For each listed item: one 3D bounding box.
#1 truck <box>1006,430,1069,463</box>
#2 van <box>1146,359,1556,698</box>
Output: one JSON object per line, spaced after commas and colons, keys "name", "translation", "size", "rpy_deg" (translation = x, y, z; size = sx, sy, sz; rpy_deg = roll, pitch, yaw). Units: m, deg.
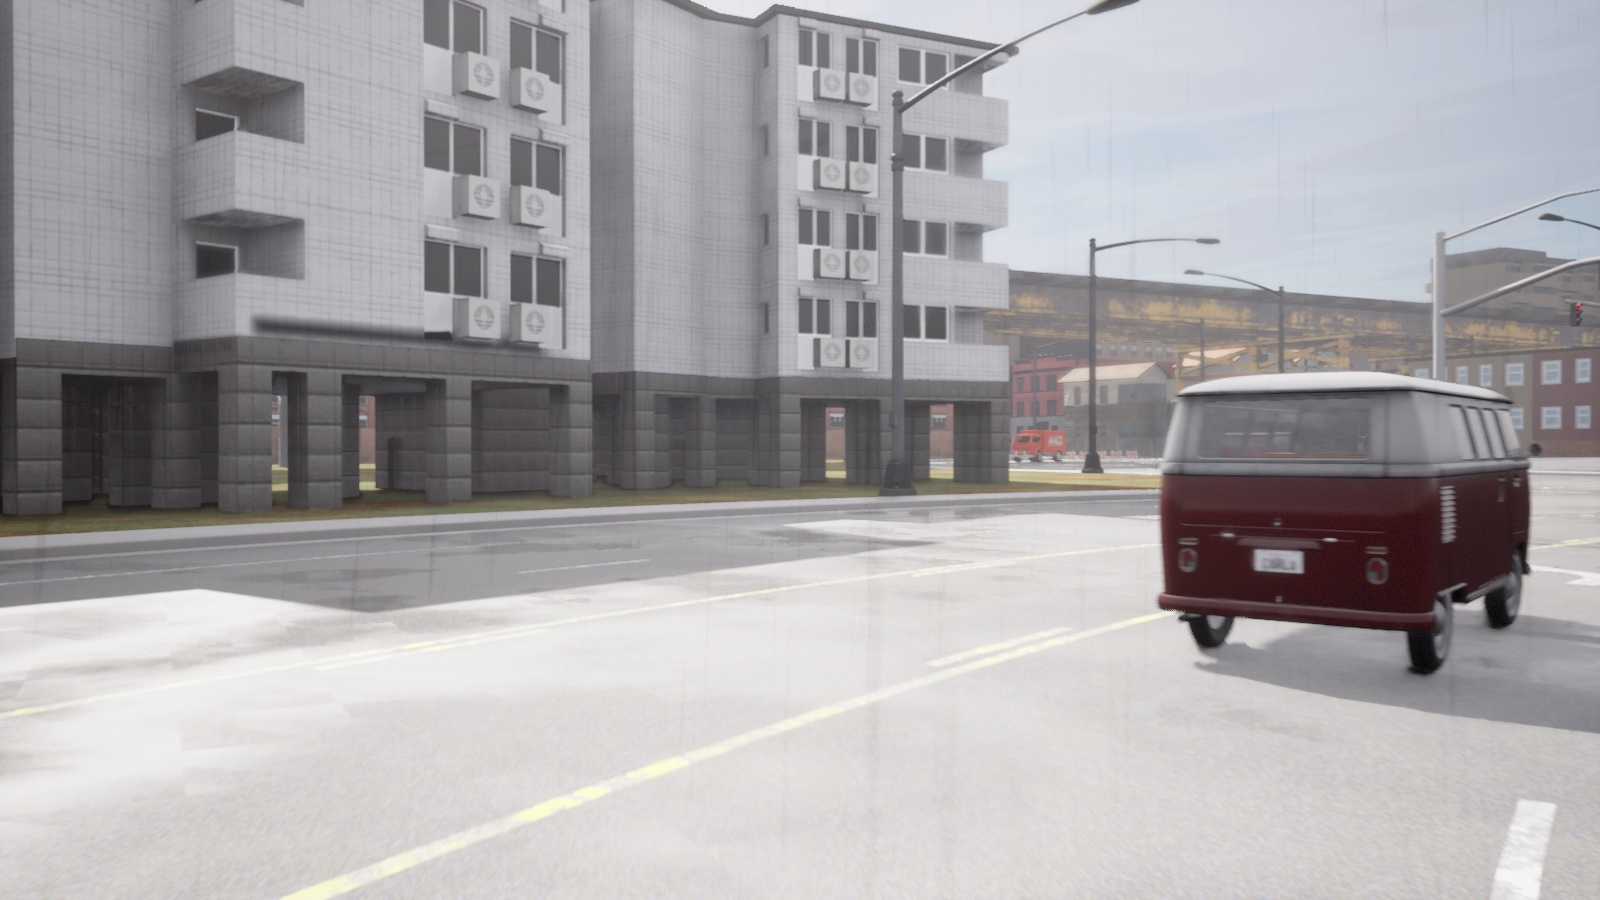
{"name": "truck", "translation": [18.394, -0.279, 96.988], "size": [2.627, 2.467, 5.204], "rpy_deg": [0, 0, 39]}
{"name": "van", "translation": [4.421, 0.447, 9.641], "size": [1.775, 1.987, 4.442], "rpy_deg": [0, 0, 39]}
